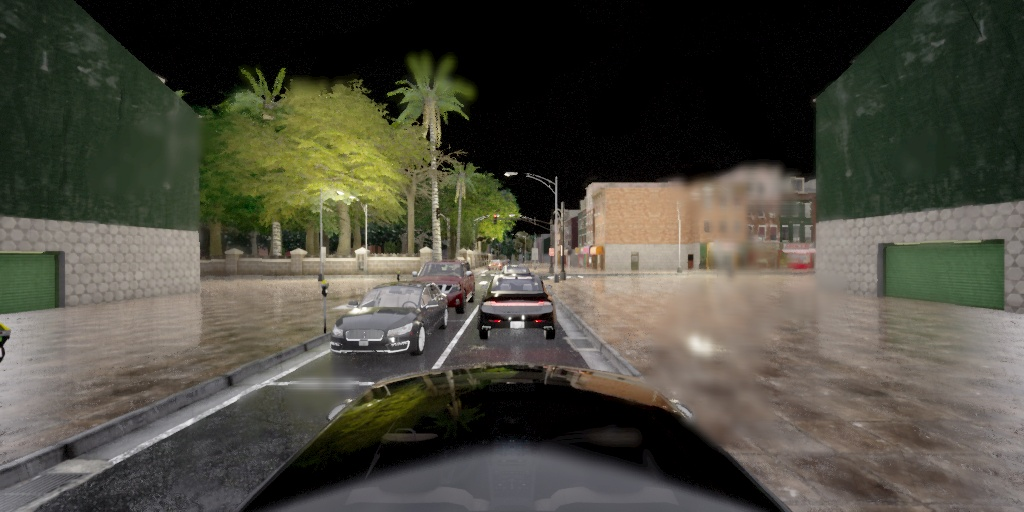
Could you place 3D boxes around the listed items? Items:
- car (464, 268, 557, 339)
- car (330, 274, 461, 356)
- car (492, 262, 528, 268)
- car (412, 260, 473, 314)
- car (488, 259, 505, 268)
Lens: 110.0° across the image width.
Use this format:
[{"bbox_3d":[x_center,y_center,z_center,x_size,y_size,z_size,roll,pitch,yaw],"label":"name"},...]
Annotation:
[{"bbox_3d":[0.130,1.243,10.017,2.128,1.511,4.902,0,0,0],"label":"car"},{"bbox_3d":[-2.611,1.301,8.516,2.007,1.370,4.403,0,0,0],"label":"car"},{"bbox_3d":[0.179,1.252,19.406,2.128,1.511,4.902,0,0,-2],"label":"car"},{"bbox_3d":[-2.587,1.069,13.979,2.192,1.841,5.009,0,0,0],"label":"car"},{"bbox_3d":[-2.420,1.295,52.125,1.967,1.591,4.097,0,0,0],"label":"car"}]
